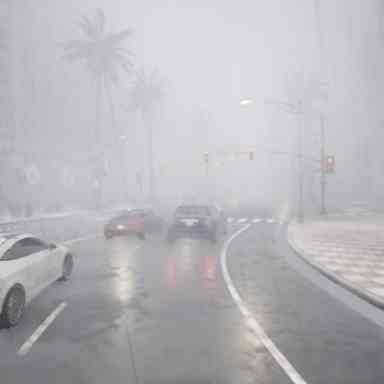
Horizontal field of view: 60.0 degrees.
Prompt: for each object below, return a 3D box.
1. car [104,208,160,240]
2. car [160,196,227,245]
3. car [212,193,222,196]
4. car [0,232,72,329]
[{"bbox_3d":[-2.764,1.514,16.843,1.994,1.385,4.181,-1,0,12],"label":"car"},{"bbox_3d":[0.370,1.264,15.381,2.097,1.767,4.553,-1,0,13],"label":"car"},{"bbox_3d":[5.714,1.011,78.081,2.161,1.482,4.786,-1,0,17],"label":"car"},{"bbox_3d":[-3.932,1.546,6.789,1.812,1.442,4.674,-1,0,-4],"label":"car"}]
